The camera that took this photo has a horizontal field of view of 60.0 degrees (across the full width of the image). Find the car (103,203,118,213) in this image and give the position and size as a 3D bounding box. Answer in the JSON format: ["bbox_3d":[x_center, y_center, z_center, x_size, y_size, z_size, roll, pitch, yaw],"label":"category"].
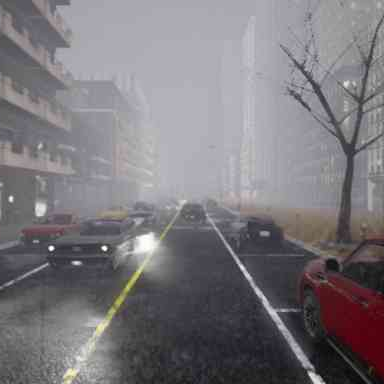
[{"bbox_3d":[-5.699,1.547,25.246,1.752,1.417,4.829,0,0,0],"label":"car"}]

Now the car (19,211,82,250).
[{"bbox_3d":[-5.693,1.557,14.370,1.887,1.381,4.507,0,0,0],"label":"car"}]

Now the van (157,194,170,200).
[{"bbox_3d":[-5.723,1.419,64.077,1.690,1.788,3.998,0,0,0],"label":"van"}]

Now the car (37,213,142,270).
[{"bbox_3d":[-3.099,1.610,11.174,1.895,1.301,4.718,0,0,0],"label":"car"}]

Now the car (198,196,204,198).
[{"bbox_3d":[0.042,1.582,39.137,2.033,1.411,5.357,0,0,0],"label":"car"}]

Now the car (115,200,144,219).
[{"bbox_3d":[-5.704,1.553,30.769,1.752,1.417,4.829,0,0,0],"label":"car"}]

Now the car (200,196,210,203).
[{"bbox_3d":[2.654,1.635,69.604,2.008,1.369,4.403,0,0,0],"label":"car"}]

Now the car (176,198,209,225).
[{"bbox_3d":[0.049,1.496,24.408,1.882,1.535,5.008,0,0,0],"label":"car"}]

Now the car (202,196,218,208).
[{"bbox_3d":[2.667,1.611,47.512,1.947,1.339,4.313,0,0,0],"label":"car"}]

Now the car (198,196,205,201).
[{"bbox_3d":[2.640,1.698,91.695,1.947,1.339,4.313,0,0,0],"label":"car"}]

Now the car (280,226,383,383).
[{"bbox_3d":[2.695,1.316,3.329,2.192,1.841,5.009,0,0,0],"label":"car"}]

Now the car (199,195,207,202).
[{"bbox_3d":[2.647,1.547,80.648,1.967,1.590,4.097,0,0,0],"label":"car"}]

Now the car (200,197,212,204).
[{"bbox_3d":[2.657,1.625,64.080,2.008,1.369,4.403,0,0,0],"label":"car"}]

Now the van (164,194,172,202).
[{"bbox_3d":[-5.733,1.451,80.645,1.690,1.788,3.998,0,0,0],"label":"van"}]

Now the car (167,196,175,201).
[{"bbox_3d":[-5.741,1.687,91.690,2.008,1.369,4.403,0,0,0],"label":"car"}]

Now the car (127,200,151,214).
[{"bbox_3d":[-5.707,1.600,36.461,1.947,1.339,4.313,0,0,0],"label":"car"}]

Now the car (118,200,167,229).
[{"bbox_3d":[-3.065,1.509,21.654,2.128,1.511,4.902,0,0,0],"label":"car"}]

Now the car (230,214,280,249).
[{"bbox_3d":[2.687,1.575,14.374,1.947,1.339,4.313,0,0,0],"label":"car"}]

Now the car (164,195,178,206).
[{"bbox_3d":[-3.092,1.587,55.193,1.812,1.442,4.674,0,0,0],"label":"car"}]
